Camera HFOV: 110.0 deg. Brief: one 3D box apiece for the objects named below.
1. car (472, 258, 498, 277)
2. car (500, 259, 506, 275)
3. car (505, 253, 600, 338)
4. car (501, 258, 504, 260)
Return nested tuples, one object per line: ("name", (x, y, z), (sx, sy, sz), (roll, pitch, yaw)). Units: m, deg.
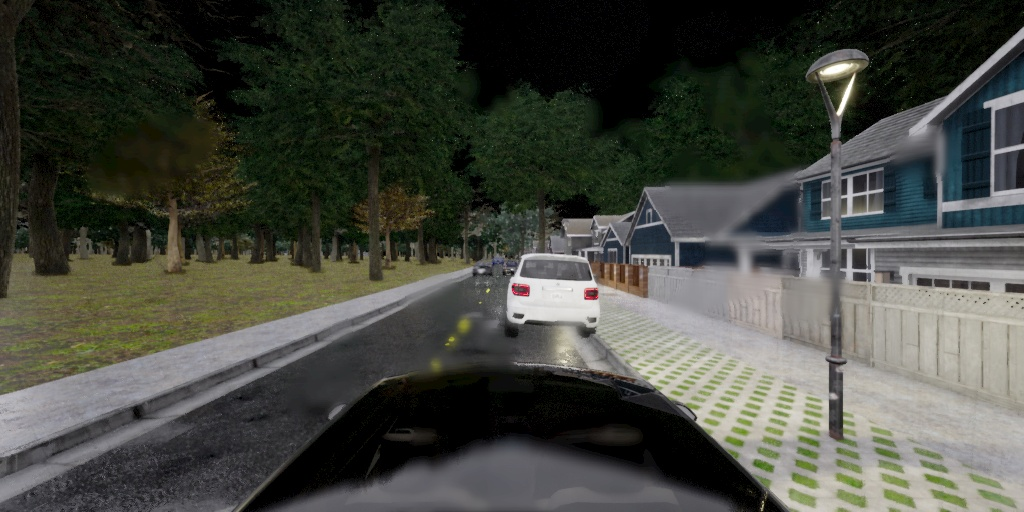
("car", (-2.865, 1.266, 35.758), (2.128, 1.511, 4.902), (0, 0, 0))
("car", (0.014, 1.340, 38.462), (1.994, 1.385, 4.181), (0, 0, 1))
("car", (0.962, 1.011, 10.362), (2.150, 2.045, 5.566), (3, -1, 0))
("car", (-0.118, 1.341, 48.209), (1.994, 1.385, 4.181), (0, 0, 2))
